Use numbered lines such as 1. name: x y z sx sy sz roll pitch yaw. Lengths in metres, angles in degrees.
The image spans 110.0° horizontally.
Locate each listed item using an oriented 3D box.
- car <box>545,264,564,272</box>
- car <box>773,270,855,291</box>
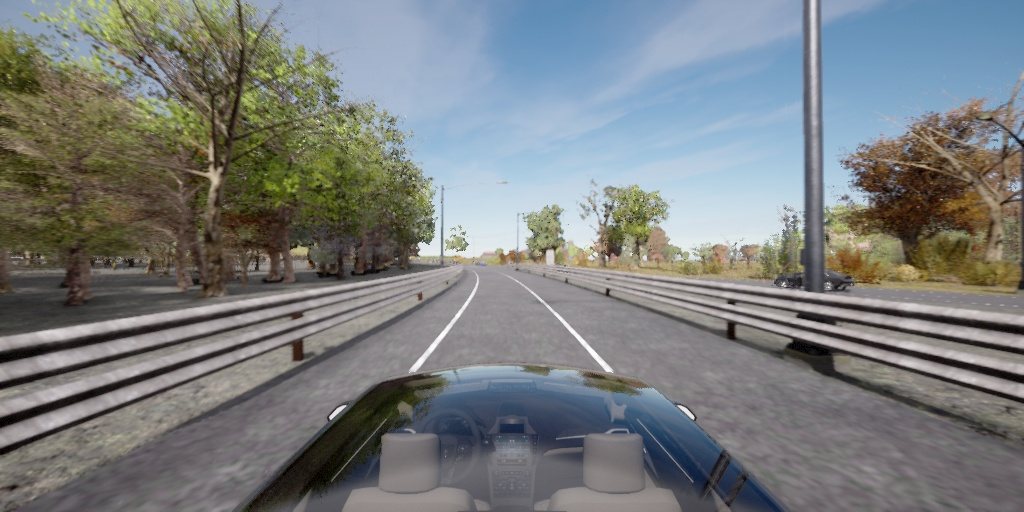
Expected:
1. car: 7.325 1.982 61.977 1.994 1.385 4.181 0 0 -24
2. car: 22.727 1.765 27.231 1.837 1.490 4.892 0 0 -24
